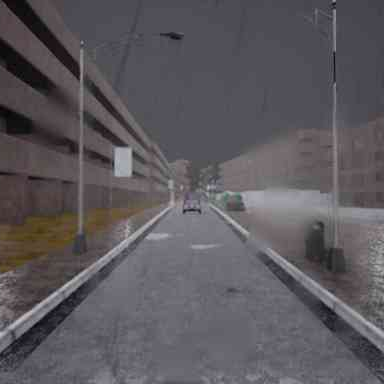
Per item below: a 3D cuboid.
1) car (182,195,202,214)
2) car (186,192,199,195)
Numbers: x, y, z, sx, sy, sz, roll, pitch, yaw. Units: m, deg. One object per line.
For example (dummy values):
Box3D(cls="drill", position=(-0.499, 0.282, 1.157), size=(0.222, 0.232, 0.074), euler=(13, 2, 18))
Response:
Box3D(cls="car", position=(0.003, 1.354, 32.722), size=(2.033, 1.411, 5.357), euler=(0, 0, 0))
Box3D(cls="car", position=(0.020, 1.038, 44.974), size=(2.150, 2.045, 5.566), euler=(0, 0, 0))
